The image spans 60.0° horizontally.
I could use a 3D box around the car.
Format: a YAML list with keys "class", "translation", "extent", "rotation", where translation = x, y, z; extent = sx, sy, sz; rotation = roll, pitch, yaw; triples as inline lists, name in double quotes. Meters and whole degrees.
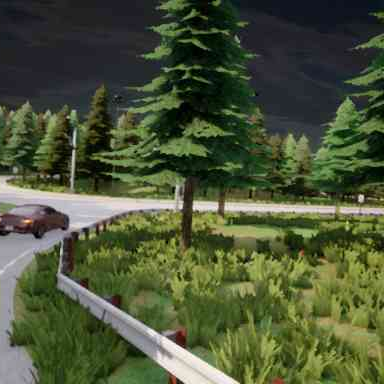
- class: "car"
  translation: [-7.662, 1.322, 16.412]
  extent: [1.812, 1.442, 4.674]
  rotation: [4, 1, 2]
